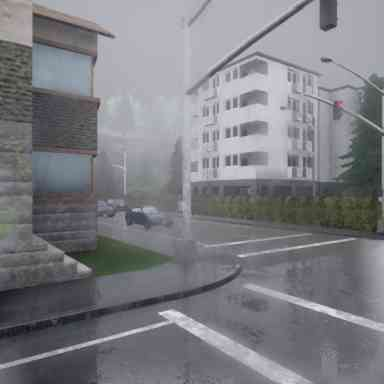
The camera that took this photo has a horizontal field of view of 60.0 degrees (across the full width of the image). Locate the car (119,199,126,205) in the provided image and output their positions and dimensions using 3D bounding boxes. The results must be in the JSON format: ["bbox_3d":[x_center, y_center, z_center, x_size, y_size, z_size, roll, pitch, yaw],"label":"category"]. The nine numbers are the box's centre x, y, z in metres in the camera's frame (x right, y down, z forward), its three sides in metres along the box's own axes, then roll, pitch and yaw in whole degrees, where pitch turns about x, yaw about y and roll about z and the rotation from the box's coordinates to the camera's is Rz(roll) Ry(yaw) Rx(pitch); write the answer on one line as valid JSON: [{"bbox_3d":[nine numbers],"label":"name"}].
[{"bbox_3d":[-8.777,1.528,37.599,2.097,1.767,4.553,0,0,-35],"label":"car"}]

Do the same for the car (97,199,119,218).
[{"bbox_3d":[-9.038,1.528,31.631,2.097,1.767,4.553,0,0,-35],"label":"car"}]

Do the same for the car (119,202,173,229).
[{"bbox_3d":[-3.128,1.702,23.316,1.812,1.442,4.674,0,0,-36],"label":"car"}]
